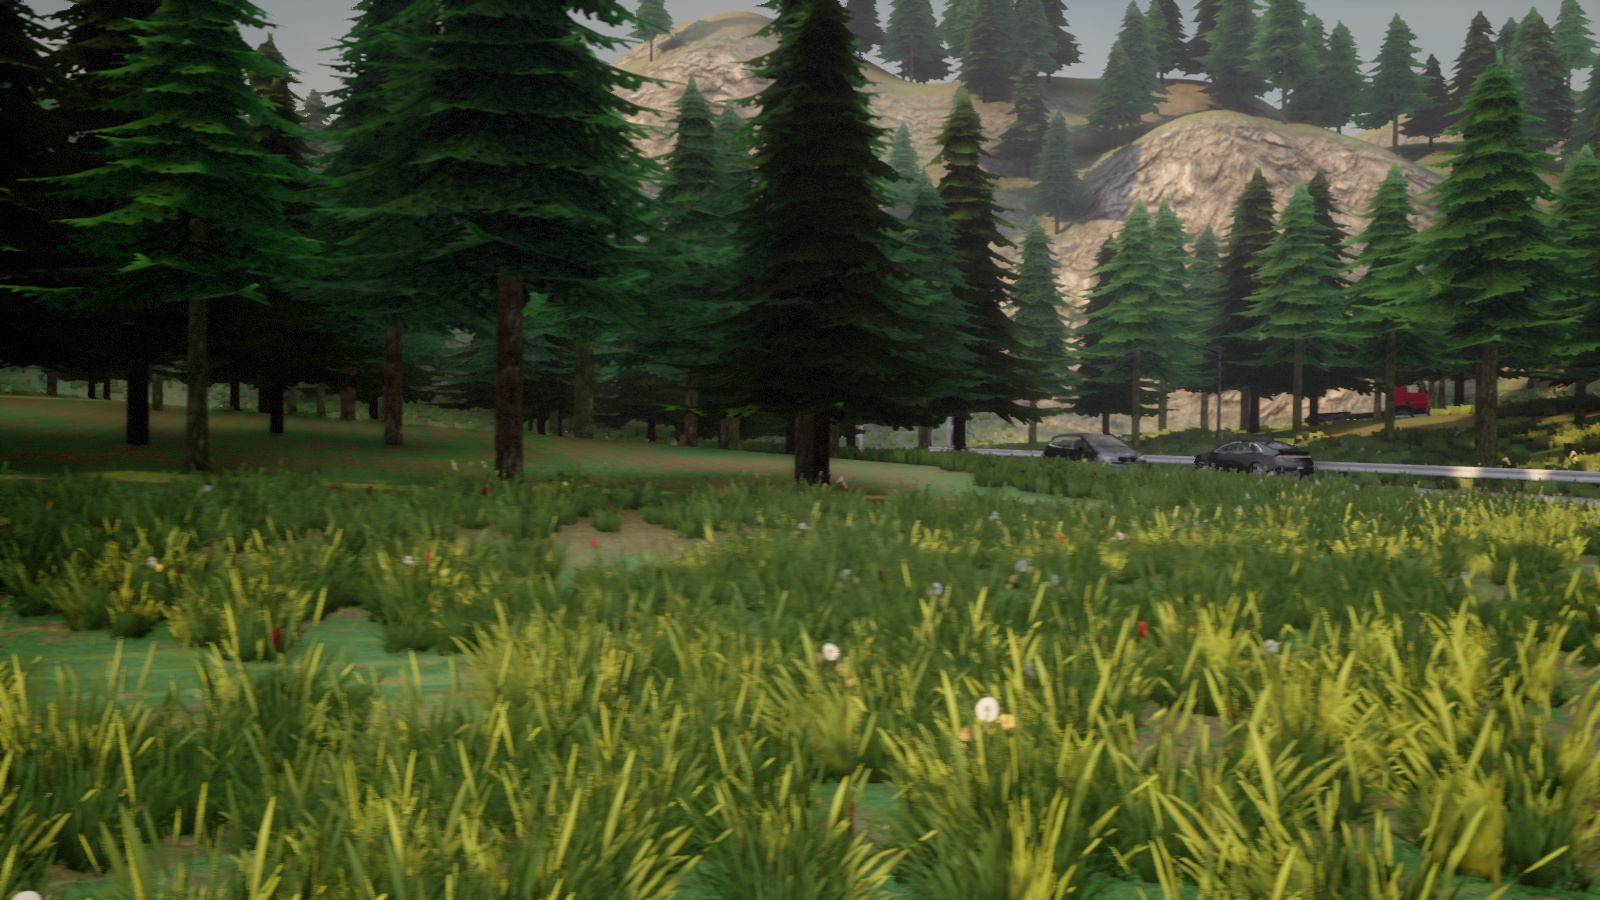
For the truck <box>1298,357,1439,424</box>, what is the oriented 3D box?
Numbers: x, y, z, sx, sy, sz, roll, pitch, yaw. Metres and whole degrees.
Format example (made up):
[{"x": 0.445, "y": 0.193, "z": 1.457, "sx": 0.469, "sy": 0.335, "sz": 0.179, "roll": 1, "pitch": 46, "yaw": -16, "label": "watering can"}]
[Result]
[{"x": 37.126, "y": -3.805, "z": 82.123, "sx": 7.936, "sy": 3.462, "sz": 2.891, "roll": -6, "pitch": -2, "yaw": 29, "label": "truck"}]

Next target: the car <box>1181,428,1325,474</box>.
[{"x": 15.972, "y": -0.005, "z": 44.619, "sx": 2.128, "sy": 1.511, "sz": 4.902, "roll": -1, "pitch": 1, "yaw": -21, "label": "car"}]

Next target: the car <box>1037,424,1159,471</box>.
[{"x": 11.168, "y": -0.110, "z": 47.391, "sx": 2.242, "sy": 1.667, "sz": 4.611, "roll": -1, "pitch": 1, "yaw": -21, "label": "car"}]
